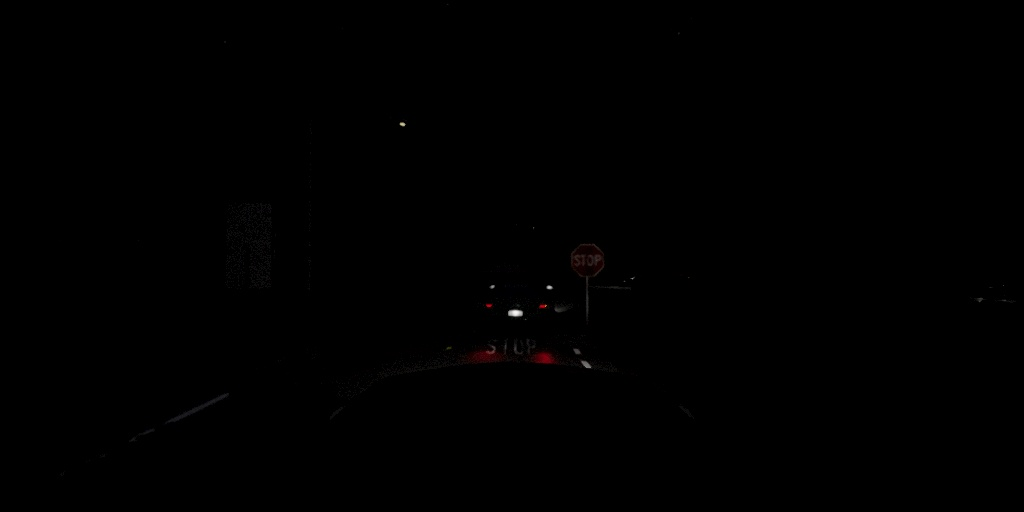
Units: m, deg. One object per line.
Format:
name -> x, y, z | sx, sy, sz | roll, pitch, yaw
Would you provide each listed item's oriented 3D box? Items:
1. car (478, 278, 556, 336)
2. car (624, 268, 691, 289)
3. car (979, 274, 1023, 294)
car -> 0.252, 1.342, 10.572 | 1.994, 1.385, 4.181 | 0, 0, 5
car -> 10.622, 1.629, 26.298 | 4.674, 1.442, 1.812 | 1, -1, 0
car -> 37.319, 2.078, 26.129 | 4.892, 1.490, 1.837 | 0, -1, 0
